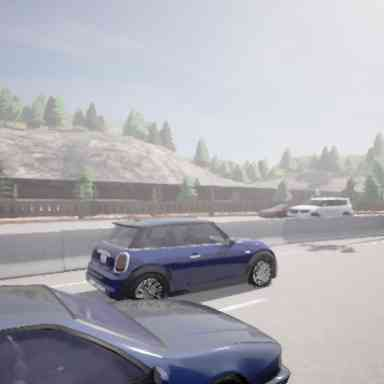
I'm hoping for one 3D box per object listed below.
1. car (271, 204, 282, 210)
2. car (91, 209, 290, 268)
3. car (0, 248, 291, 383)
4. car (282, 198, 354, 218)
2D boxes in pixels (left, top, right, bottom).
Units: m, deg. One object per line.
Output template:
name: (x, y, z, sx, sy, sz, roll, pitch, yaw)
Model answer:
car: (8.047, 1.774, 29.074, 4.674, 1.442, 1.812, 1, -1, -25)
car: (-0.053, 1.397, 7.956, 4.553, 1.767, 2.097, 1, 0, -35)
car: (-1.605, 1.548, 2.599, 5.357, 1.411, 2.033, 1, 0, -35)
car: (10.206, 1.465, 26.288, 5.566, 2.045, 2.150, 1, -1, -25)
